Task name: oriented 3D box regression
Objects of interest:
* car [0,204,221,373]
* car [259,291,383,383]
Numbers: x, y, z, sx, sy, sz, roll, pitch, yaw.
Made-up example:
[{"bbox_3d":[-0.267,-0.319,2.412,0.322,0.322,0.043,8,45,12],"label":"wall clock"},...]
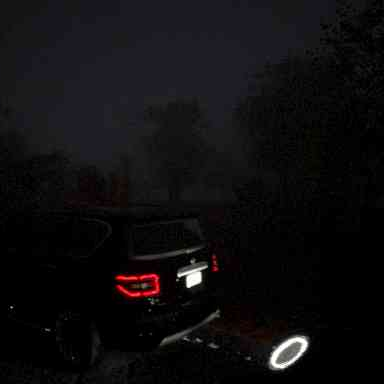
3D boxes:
[{"bbox_3d":[-2.172,1.238,5.890,5.566,2.045,2.150,0,0,35],"label":"car"},{"bbox_3d":[2.794,1.358,2.365,4.553,1.767,2.097,0,0,36],"label":"car"}]
